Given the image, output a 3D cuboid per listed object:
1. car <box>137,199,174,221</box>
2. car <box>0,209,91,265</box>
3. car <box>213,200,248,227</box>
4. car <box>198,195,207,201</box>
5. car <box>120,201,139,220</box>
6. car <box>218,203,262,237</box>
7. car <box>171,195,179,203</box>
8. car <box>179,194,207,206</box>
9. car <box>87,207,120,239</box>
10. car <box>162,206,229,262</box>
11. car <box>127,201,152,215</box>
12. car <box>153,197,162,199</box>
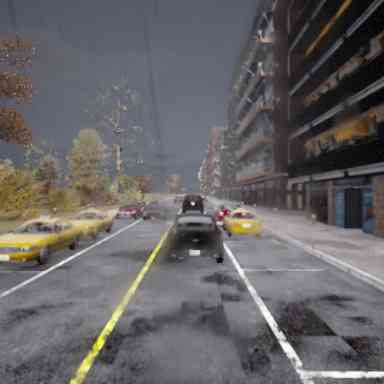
[{"bbox_3d":[-2.843,1.559,27.269,2.033,1.411,5.357,0,0,0],"label":"car"},{"bbox_3d":[-5.304,1.530,11.793,1.752,1.417,4.829,1,0,0],"label":"car"},{"bbox_3d":[2.579,1.450,23.263,1.967,1.590,4.097,1,0,0],"label":"car"},{"bbox_3d":[2.586,1.588,84.256,2.008,1.369,4.403,1,0,0],"label":"car"},{"bbox_3d":[-5.303,1.594,28.571,1.802,1.307,4.206,1,0,0],"label":"car"},{"bbox_3d":[2.577,1.533,17.888,1.752,1.417,4.829,1,0,0],"label":"car"},{"bbox_3d":[-2.744,1.505,67.962,1.882,1.535,5.008,0,0,0],"label":"car"},{"bbox_3d":[0.105,1.236,34.567,2.150,2.045,5.566,0,0,0],"label":"car"},{"bbox_3d":[-5.304,1.533,17.328,1.752,1.417,4.829,1,0,0],"label":"car"},{"bbox_3d":[0.094,1.512,12.175,1.837,1.490,4.892,0,1,0],"label":"car"},{"bbox_3d":[-5.302,1.596,34.107,1.802,1.307,4.206,1,0,0],"label":"car"},{"bbox_3d":[-5.298,1.462,50.716,1.967,1.590,4.097,1,0,0],"label":"car"}]
